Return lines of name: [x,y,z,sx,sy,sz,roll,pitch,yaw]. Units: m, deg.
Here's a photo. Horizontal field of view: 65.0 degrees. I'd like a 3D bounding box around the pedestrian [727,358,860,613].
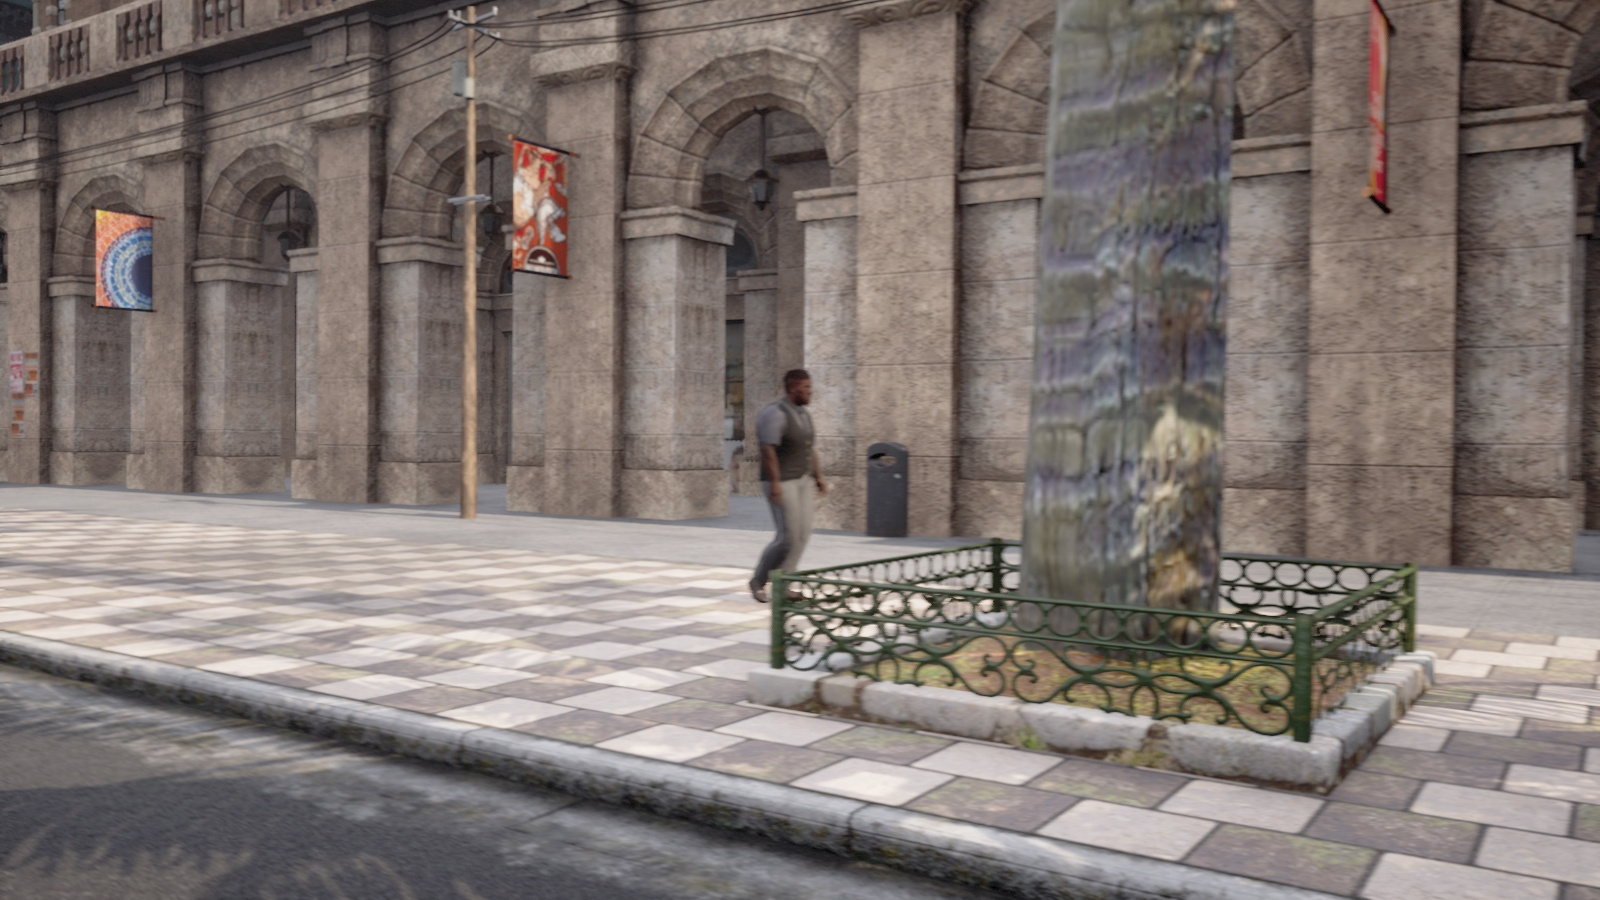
pedestrian: [-0.046,0.256,9.721,0.849,1.883,0.563,0,1,29]
